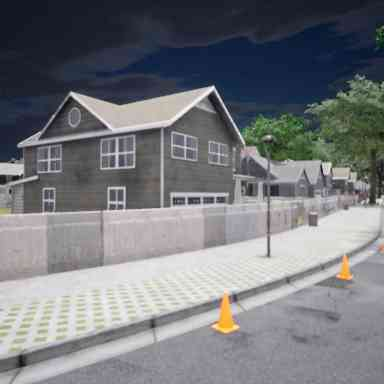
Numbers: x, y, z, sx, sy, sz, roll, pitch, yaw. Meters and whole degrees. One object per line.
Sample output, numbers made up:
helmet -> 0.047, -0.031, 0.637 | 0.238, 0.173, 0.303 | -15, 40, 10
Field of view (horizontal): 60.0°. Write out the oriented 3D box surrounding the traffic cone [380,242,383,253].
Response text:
traffic cone -> 7.183, 1.943, 12.341 | 0.340, 0.580, 0.340 | 0, 0, 39

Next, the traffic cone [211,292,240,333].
traffic cone -> 0.556, 1.953, 5.506 | 0.340, 0.580, 0.340 | 0, 0, -40
